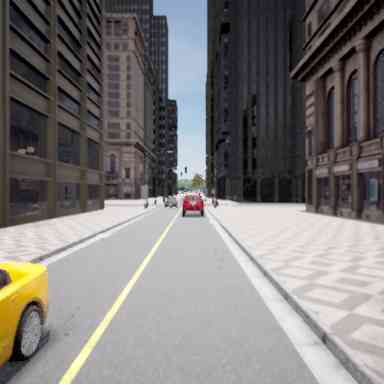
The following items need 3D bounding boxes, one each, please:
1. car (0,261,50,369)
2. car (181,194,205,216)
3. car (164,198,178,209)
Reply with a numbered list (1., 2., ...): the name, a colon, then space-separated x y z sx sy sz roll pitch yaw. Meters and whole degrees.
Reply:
1. car: -3.100 1.486 3.060 1.882 1.535 5.008 0 0 0
2. car: 0.102 1.295 33.597 2.150 2.045 5.566 0 -1 0
3. car: -2.999 1.620 49.093 1.837 1.490 4.892 0 0 0
